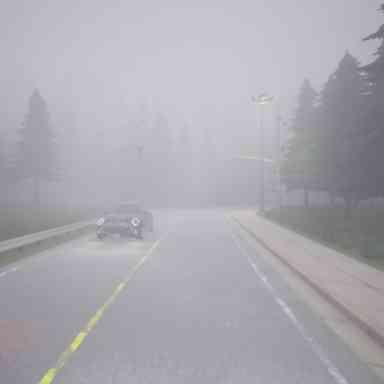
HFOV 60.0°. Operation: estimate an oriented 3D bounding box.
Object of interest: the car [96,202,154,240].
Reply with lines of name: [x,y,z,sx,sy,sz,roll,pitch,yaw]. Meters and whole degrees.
car: [-3.243,1.324,16.841,2.097,1.767,4.553,0,0,2]
